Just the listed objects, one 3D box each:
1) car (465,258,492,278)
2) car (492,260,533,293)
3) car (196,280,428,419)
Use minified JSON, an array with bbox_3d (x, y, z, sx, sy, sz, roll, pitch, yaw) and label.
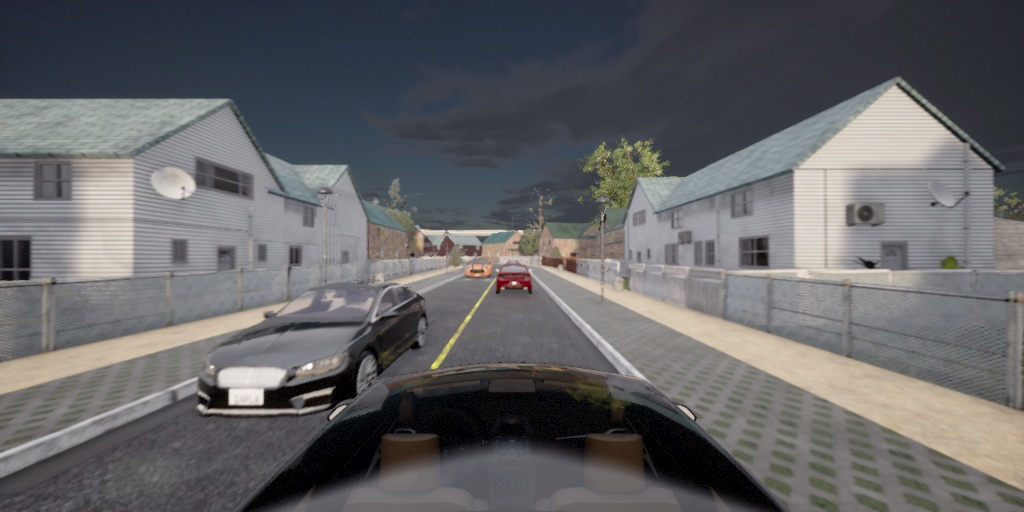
[{"bbox_3d":[-2.834,0.969,31.507,2.097,1.767,4.553,0,0,0],"label":"car"},{"bbox_3d":[0.107,1.148,20.063,1.882,1.535,5.008,0,1,0],"label":"car"},{"bbox_3d":[-2.809,1.223,6.260,2.128,1.511,4.902,0,0,0],"label":"car"}]
